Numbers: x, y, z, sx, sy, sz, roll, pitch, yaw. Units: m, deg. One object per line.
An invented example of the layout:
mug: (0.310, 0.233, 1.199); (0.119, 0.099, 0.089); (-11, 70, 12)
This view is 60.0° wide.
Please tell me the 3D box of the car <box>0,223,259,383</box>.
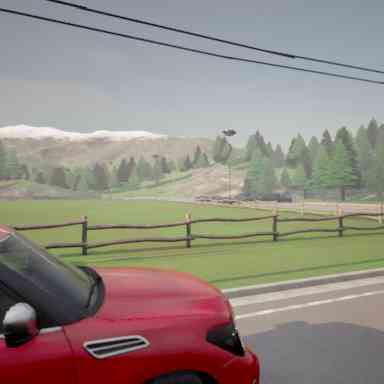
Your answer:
car: (-2.187, 1.222, 2.614); (5.566, 2.045, 2.150); (0, 0, -24)

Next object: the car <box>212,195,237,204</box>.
car: (6.343, 1.553, 65.089); (1.994, 1.385, 4.181); (0, 0, -23)

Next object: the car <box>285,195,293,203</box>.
car: (19.197, 1.483, 70.510); (1.837, 1.490, 4.892); (0, 0, -24)

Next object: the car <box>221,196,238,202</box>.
car: (8.701, 1.528, 77.083); (1.895, 1.301, 4.718); (0, 0, -24)

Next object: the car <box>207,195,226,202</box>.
car: (5.503, 1.477, 75.658); (2.033, 1.411, 5.357); (0, 0, -24)

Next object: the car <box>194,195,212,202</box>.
car: (2.294, 1.478, 74.261); (2.033, 1.411, 5.357); (0, 0, -24)

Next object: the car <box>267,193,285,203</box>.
car: (16.118, 1.210, 68.814); (2.150, 2.045, 5.566); (0, 0, -24)

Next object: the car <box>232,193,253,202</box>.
car: (11.910, 1.153, 78.479); (2.150, 2.045, 5.566); (0, 0, -24)

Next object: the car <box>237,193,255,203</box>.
car: (9.661, 1.535, 66.220); (2.033, 1.411, 5.357); (0, 0, -23)

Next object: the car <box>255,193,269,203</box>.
car: (12.781, 1.478, 67.711); (2.128, 1.511, 4.902); (0, 0, -24)

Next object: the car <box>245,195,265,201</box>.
car: (15.131, 1.467, 79.849); (2.033, 1.411, 5.357); (0, 0, -24)
